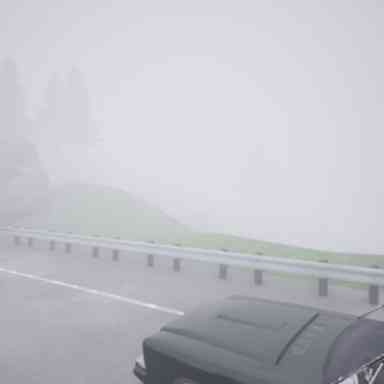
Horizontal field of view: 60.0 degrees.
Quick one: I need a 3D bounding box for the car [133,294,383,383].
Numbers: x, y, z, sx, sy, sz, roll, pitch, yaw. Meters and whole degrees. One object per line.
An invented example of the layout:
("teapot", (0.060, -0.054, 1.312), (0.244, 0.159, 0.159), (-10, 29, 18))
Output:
("car", (1.774, 1.594, 2.639), (4.718, 1.301, 1.895), (0, 0, 35))
